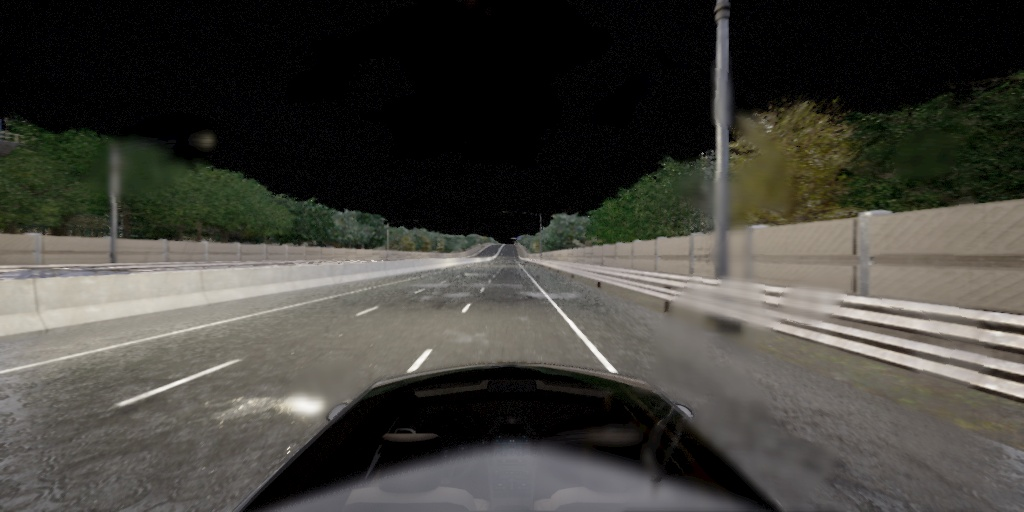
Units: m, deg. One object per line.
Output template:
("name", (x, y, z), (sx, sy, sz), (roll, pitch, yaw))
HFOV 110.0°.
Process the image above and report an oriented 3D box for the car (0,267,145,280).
("car", (-17.545, 1.287, 15.211), (2.033, 1.411, 5.357), (0, 0, 0))
